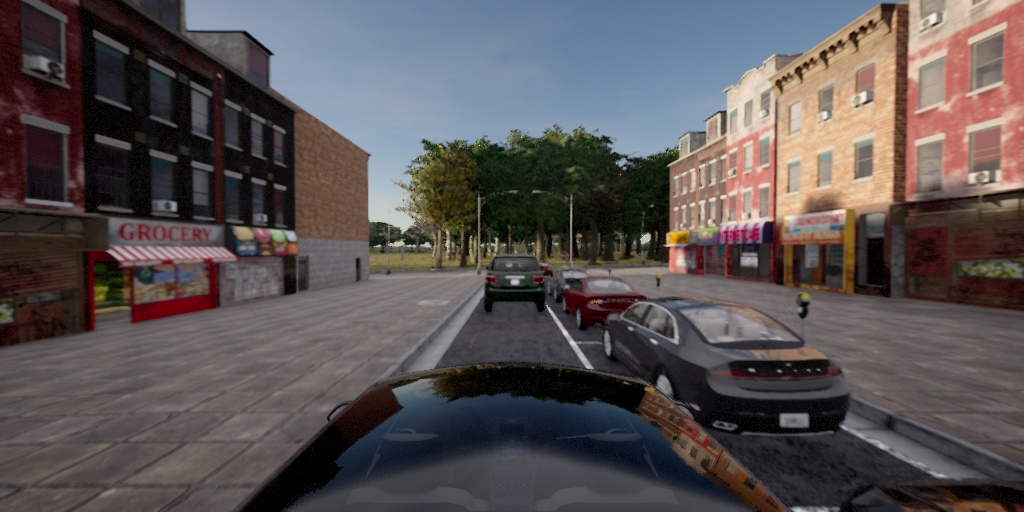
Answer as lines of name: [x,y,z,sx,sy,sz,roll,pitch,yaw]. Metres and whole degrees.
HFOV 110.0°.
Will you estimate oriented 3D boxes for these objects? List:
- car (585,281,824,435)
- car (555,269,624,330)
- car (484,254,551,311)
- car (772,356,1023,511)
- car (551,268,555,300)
car: [2.635,1.287,5.524,2.007,1.370,4.403,0,0,0]
car: [2.632,1.265,10.931,1.888,1.381,4.507,0,0,0]
car: [0.096,0.931,14.397,2.150,2.045,5.566,0,0,0]
car: [2.638,1.322,0.118,1.948,1.339,4.313,0,0,0]
car: [2.630,1.254,16.337,2.007,1.370,4.403,0,0,0]
